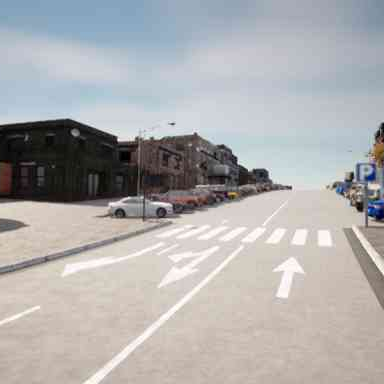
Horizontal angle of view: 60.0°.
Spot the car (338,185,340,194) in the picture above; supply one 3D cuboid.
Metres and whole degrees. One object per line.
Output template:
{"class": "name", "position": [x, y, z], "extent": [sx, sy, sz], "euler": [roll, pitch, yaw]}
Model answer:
{"class": "car", "position": [21.613, 0.151, 41.891], "extent": [4.792, 1.488, 2.163], "euler": [0, 2, 1]}

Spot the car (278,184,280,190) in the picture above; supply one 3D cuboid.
{"class": "car", "position": [20.400, -1.130, 89.973], "extent": [4.792, 1.488, 2.163], "euler": [-1, 0, 1]}

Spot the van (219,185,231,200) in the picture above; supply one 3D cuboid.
{"class": "van", "position": [2.116, 0.174, 40.370], "extent": [4.442, 1.987, 1.878], "euler": [-1, 2, 0]}

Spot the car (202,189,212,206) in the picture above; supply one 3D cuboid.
{"class": "car", "position": [-0.752, 0.742, 32.050], "extent": [4.792, 1.488, 2.163], "euler": [-1, 2, 0]}

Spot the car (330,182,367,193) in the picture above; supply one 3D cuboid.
{"class": "car", "position": [28.885, -0.870, 61.583], "extent": [5.566, 2.045, 2.435], "euler": [0, 2, 0]}

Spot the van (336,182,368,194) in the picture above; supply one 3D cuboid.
{"class": "van", "position": [26.919, -0.645, 55.962], "extent": [4.442, 1.987, 1.878], "euler": [0, 2, 0]}

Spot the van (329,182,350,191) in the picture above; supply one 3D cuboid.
{"class": "van", "position": [36.004, -1.350, 81.220], "extent": [4.442, 1.987, 1.878], "euler": [0, 1, 1]}

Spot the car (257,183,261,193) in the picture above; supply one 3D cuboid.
{"class": "car", "position": [9.211, -0.337, 59.696], "extent": [5.008, 1.535, 2.097], "euler": [-2, 2, 0]}

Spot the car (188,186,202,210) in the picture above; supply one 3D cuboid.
{"class": "car", "position": [-1.681, 0.691, 29.265], "extent": [4.553, 1.767, 2.185], "euler": [-1, 2, 0]}

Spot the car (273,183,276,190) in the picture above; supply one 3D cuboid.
{"class": "car", "position": [16.242, -1.193, 78.962], "extent": [5.566, 2.045, 2.435], "euler": [-1, 1, 0]}

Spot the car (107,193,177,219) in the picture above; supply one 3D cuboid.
{"class": "car", "position": [-3.675, 1.068, 23.715], "extent": [4.674, 1.452, 2.002], "euler": [-1, 1, -1]}

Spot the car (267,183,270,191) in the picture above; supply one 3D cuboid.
{"class": "car", "position": [13.240, -0.719, 70.714], "extent": [5.008, 1.535, 2.097], "euler": [-1, 2, 0]}

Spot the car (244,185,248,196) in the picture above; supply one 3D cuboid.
{"class": "car", "position": [5.242, 0.111, 48.664], "extent": [4.792, 1.488, 2.163], "euler": [-1, 1, 0]}

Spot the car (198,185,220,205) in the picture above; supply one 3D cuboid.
{"class": "car", "position": [0.291, 0.481, 34.822], "extent": [4.553, 1.767, 2.185], "euler": [-2, 2, 0]}

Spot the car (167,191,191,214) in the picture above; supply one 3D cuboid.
{"class": "car", "position": [-2.663, 0.951, 26.497], "extent": [4.792, 1.488, 2.163], "euler": [-1, 1, 0]}

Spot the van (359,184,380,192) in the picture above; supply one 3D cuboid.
{"class": "van", "position": [14.066, 0.655, 22.306], "extent": [4.442, 1.987, 1.878], "euler": [0, 2, 2]}

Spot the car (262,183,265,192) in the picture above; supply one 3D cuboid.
{"class": "car", "position": [11.213, -0.498, 65.216], "extent": [4.674, 1.452, 2.002], "euler": [-1, 1, 0]}

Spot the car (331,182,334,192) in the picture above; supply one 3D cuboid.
{"class": "car", "position": [24.780, -0.455, 50.334], "extent": [5.566, 2.045, 2.435], "euler": [0, 2, 0]}

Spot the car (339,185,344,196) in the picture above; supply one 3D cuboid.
{"class": "car", "position": [20.517, 0.232, 39.077], "extent": [4.892, 1.521, 2.231], "euler": [0, 2, 1]}

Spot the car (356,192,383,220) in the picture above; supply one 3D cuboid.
{"class": "car", "position": [12.848, 0.988, 19.529], "extent": [5.008, 1.535, 2.097], "euler": [0, 2, 2]}

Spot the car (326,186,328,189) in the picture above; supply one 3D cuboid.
{"class": "car", "position": [31.772, -0.877, 70.009], "extent": [5.366, 1.575, 1.946], "euler": [0, 2, 0]}

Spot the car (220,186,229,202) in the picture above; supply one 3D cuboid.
{"class": "car", "position": [1.245, 0.501, 37.610], "extent": [5.008, 1.535, 2.097], "euler": [-1, 1, 0]}

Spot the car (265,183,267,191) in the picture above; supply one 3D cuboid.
{"class": "car", "position": [12.250, -0.757, 67.953], "extent": [4.553, 1.767, 2.185], "euler": [-1, 2, 0]}

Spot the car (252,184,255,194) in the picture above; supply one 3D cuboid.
{"class": "car", "position": [7.209, -0.127, 54.182], "extent": [4.892, 1.521, 2.231], "euler": [-1, 2, 0]}

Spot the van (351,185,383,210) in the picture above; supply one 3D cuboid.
{"class": "van", "position": [16.026, 0.438, 27.883], "extent": [4.442, 1.987, 1.878], "euler": [0, 2, 2]}

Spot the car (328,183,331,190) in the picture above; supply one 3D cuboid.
{"class": "car", "position": [27.643, -0.525, 58.780], "extent": [5.366, 1.575, 1.946], "euler": [0, 2, 0]}

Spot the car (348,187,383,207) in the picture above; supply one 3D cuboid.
{"class": "car", "position": [17.209, 0.430, 30.684], "extent": [4.553, 1.767, 2.185], "euler": [0, 2, 1]}

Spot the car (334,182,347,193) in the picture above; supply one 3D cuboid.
{"class": "car", "position": [22.683, -0.238, 44.697], "extent": [5.566, 2.045, 2.435], "euler": [0, 2, 1]}

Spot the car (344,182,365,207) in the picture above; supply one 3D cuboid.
{"class": "car", "position": [15.017, 0.521, 25.091], "extent": [5.566, 2.045, 2.435], "euler": [0, 2, 2]}

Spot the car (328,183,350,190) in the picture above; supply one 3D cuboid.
{"class": "car", "position": [37.137, -1.295, 84.035], "extent": [4.553, 1.767, 2.185], "euler": [0, 1, 1]}

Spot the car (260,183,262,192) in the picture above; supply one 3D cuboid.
{"class": "car", "position": [10.236, -0.565, 62.446], "extent": [4.553, 1.767, 2.185], "euler": [-2, 2, 0]}

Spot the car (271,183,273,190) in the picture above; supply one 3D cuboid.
{"class": "car", "position": [15.076, -0.874, 76.222], "extent": [5.366, 1.575, 1.946], "euler": [-1, 1, 0]}

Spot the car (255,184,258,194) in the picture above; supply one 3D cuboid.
{"class": "car", "position": [8.211, -0.231, 56.936], "extent": [4.892, 1.521, 2.231], "euler": [-2, 2, 0]}

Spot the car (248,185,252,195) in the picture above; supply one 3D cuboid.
{"class": "car", "position": [6.200, -0.023, 51.428], "extent": [5.008, 1.535, 2.097], "euler": [-1, 1, 0]}

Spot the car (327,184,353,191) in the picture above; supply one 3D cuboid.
{"class": "car", "position": [34.890, -1.073, 78.421], "extent": [5.366, 1.575, 1.946], "euler": [0, 2, 0]}

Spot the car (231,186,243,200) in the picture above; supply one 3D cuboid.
{"class": "car", "position": [3.415, 0.284, 43.142], "extent": [5.366, 1.575, 1.946], "euler": [-1, 1, 0]}
